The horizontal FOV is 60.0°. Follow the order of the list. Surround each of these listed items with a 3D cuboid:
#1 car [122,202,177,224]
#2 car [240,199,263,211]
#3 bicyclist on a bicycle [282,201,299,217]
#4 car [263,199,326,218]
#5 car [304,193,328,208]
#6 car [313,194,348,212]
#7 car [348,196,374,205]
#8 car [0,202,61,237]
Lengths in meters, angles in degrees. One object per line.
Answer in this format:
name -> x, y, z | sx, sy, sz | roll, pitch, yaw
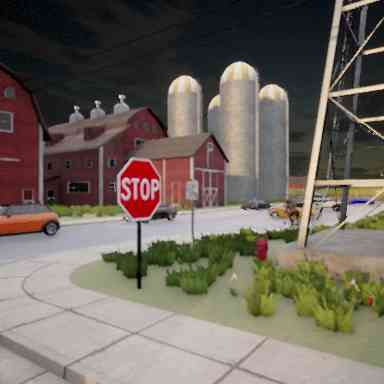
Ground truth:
car -> -3.089, 1.535, 25.087 | 2.128, 1.511, 4.902 | 0, 0, 35
car -> 7.904, 1.592, 41.031 | 2.033, 1.411, 5.357 | 0, 0, 35
bicyclist on a bicycle -> 5.479, 1.316, 18.471 | 0.582, 1.620, 1.656 | 0, 0, -21
car -> 8.364, 1.529, 27.328 | 4.193, 1.474, 1.816 | 0, 0, 35
car -> 18.934, 1.257, 50.759 | 2.150, 2.045, 5.566 | 0, 0, 35
car -> 15.601, 1.338, 38.718 | 3.866, 1.878, 1.905 | 0, 0, 35
car -> 29.432, 1.505, 58.583 | 4.611, 1.667, 2.242 | 0, 0, 35
car -> -9.113, 1.396, 16.696 | 2.097, 1.767, 4.553 | 0, 0, 39
